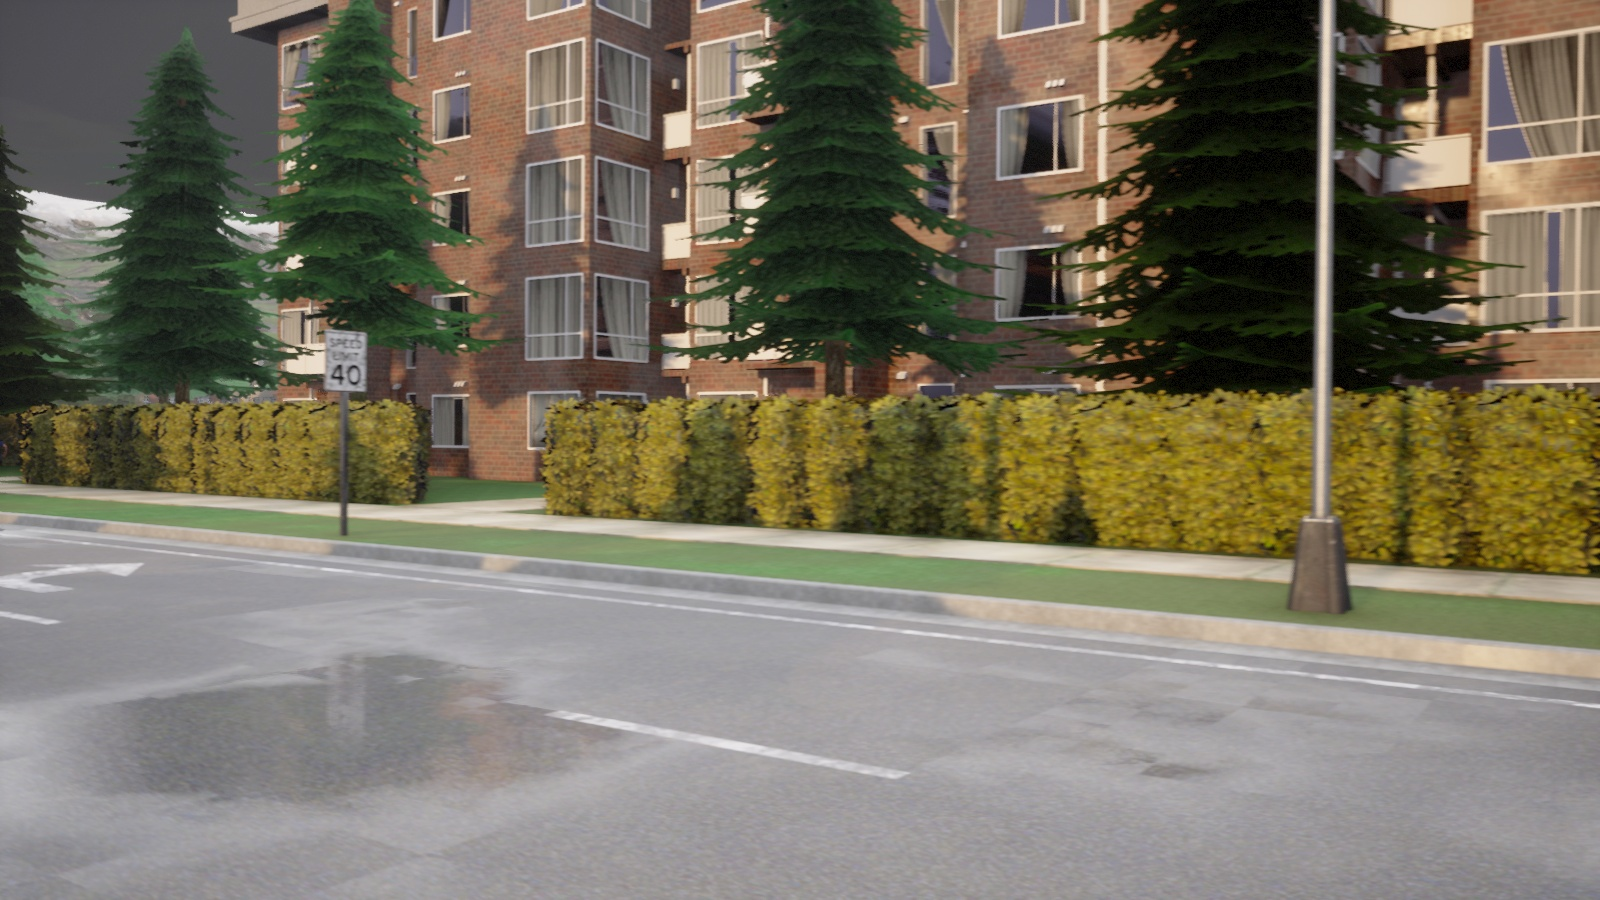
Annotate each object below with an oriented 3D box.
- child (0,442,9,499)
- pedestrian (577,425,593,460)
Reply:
[{"bbox_3d":[-17.875,0.463,27.945,0.437,1.263,0.270,0,1,33],"label":"child"},{"bbox_3d":[-12.006,-0.435,70.175,0.423,1.949,0.788,0,1,35],"label":"pedestrian"}]
